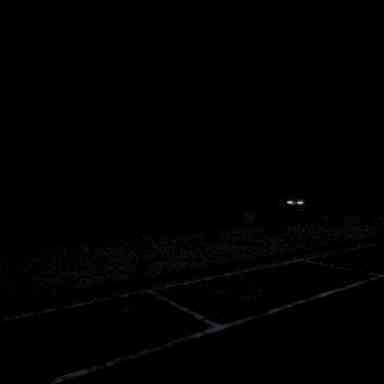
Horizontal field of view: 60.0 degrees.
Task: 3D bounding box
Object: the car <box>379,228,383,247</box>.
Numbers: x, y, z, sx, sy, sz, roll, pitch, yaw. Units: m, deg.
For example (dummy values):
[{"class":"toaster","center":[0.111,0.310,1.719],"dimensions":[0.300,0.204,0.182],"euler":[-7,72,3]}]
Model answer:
[{"class":"car","center":[9.070,1.441,13.000],"dimensions":[4.313,1.339,1.947],"euler":[-1,0,-35]}]
